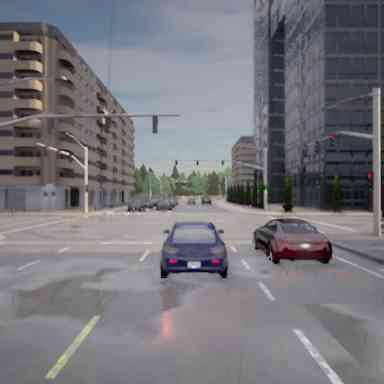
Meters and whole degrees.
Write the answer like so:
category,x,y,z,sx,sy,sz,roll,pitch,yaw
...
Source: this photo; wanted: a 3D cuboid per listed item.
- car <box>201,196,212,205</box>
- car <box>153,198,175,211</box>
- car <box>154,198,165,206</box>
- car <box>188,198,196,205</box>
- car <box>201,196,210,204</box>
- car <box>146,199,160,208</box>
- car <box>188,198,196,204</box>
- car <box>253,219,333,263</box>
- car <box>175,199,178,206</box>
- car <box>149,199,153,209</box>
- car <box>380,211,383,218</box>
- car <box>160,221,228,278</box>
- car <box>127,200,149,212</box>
category,x,y,z,sx,sy,sz,roll,pitch,yaw
car,3.421,2.083,76.620,2.097,1.767,4.553,0,-1,1
car,-3.944,1.808,47.973,2.097,1.767,4.553,0,-1,0
car,-7.121,2.190,73.080,1.837,1.490,4.892,0,-1,1
car,-0.080,2.266,76.414,2.033,1.411,5.357,0,-1,1
car,3.540,2.049,86.784,2.150,2.045,5.566,0,-1,1
car,-7.291,2.074,62.723,1.882,1.535,5.008,0,-1,1
car,0.039,2.349,86.757,2.128,1.511,4.902,0,-1,1
car,3.569,1.684,12.464,1.994,1.385,4.181,0,0,0
car,-3.881,2.072,57.458,1.812,1.442,4.674,0,-1,1
car,-7.410,2.077,53.907,1.994,1.385,4.181,0,-1,2
car,19.487,1.938,29.644,4.718,1.301,1.895,0,-1,0
car,0.061,1.626,10.400,1.812,1.442,4.674,0,-1,0
car,-7.457,1.933,45.013,1.837,1.490,4.892,0,-1,1
